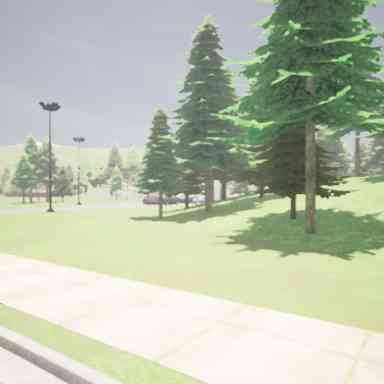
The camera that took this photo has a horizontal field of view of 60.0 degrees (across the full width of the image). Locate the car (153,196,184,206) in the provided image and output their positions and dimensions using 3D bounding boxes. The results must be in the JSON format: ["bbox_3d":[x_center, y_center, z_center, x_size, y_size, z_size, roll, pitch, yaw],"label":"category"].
[{"bbox_3d":[-4.132,1.617,58.389,1.837,1.490,4.892,0,0,37],"label":"car"}]

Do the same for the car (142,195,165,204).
[{"bbox_3d":[-7.558,1.486,65.573,2.097,1.767,4.553,0,0,37],"label":"car"}]

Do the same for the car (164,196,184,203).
[{"bbox_3d":[-3.741,1.648,70.895,1.812,1.442,4.674,0,0,36],"label":"car"}]

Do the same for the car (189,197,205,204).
[{"bbox_3d":[1.915,1.638,66.771,1.812,1.442,4.674,0,0,36],"label":"car"}]

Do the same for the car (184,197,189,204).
[{"bbox_3d":[-0.667,1.687,69.169,1.994,1.385,4.181,0,0,36],"label":"car"}]

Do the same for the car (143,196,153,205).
[{"bbox_3d":[-6.496,1.687,61.111,1.994,1.385,4.181,0,0,37],"label":"car"}]
